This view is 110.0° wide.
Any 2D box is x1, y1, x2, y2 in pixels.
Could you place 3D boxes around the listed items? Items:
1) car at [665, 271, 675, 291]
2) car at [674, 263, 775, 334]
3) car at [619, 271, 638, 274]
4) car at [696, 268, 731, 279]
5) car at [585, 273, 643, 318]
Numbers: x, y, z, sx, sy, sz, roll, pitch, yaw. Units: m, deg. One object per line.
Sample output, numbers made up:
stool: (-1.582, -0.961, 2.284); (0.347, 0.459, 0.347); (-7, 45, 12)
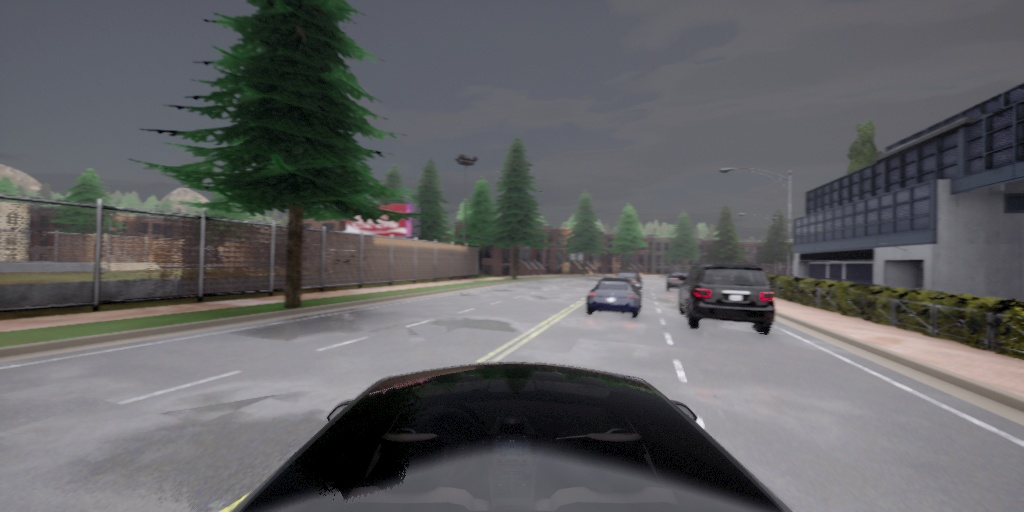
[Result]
car: (12.822, 1.896, 27.475); (2.128, 1.511, 4.902); (1, -1, 24)
car: (7.112, 1.290, 12.401); (2.150, 2.045, 5.566); (1, 0, 21)
car: (8.656, 1.835, 26.717); (2.033, 1.411, 5.357); (1, -1, 23)
car: (30.820, 2.703, 54.918); (4.902, 1.511, 2.128); (2, -1, -23)
car: (4.277, 1.589, 14.831); (1.994, 1.385, 4.181); (1, -1, 20)
